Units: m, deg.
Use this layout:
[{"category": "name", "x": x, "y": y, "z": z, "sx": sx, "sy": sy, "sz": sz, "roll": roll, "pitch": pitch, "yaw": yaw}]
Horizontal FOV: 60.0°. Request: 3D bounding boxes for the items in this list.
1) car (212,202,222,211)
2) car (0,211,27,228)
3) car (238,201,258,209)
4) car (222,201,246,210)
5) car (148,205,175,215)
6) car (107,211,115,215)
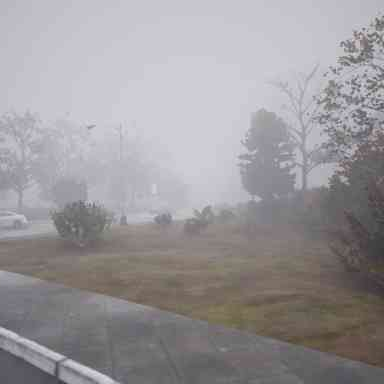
[{"category": "car", "x": 5.021, "y": 2.318, "z": 53.557, "sx": 1.837, "sy": 1.490, "sz": 4.892, "roll": -3, "pitch": -2, "yaw": 32}, {"category": "car", "x": -16.039, "y": 2.334, "z": 27.234, "sx": 1.812, "sy": 1.442, "sz": 4.674, "roll": -3, "pitch": -2, "yaw": 34}, {"category": "car", "x": 10.446, "y": 2.409, "z": 62.091, "sx": 1.837, "sy": 1.490, "sz": 4.892, "roll": -3, "pitch": -2, "yaw": 33}, {"category": "car", "x": 7.121, "y": 2.195, "z": 50.317, "sx": 2.033, "sy": 1.411, "sz": 5.357, "roll": -3, "pitch": -2, "yaw": 32}, {"category": "car", "x": -4.147, "y": 2.452, "z": 45.879, "sx": 1.994, "sy": 1.385, "sz": 4.181, "roll": -3, "pitch": -2, "yaw": 31}, {"category": "car", "x": -10.597, "y": 2.430, "z": 35.625, "sx": 1.895, "sy": 1.301, "sz": 4.718, "roll": -3, "pitch": -2, "yaw": 32}]
